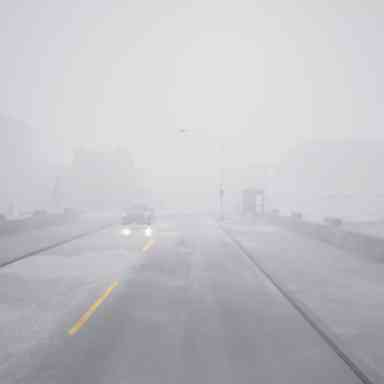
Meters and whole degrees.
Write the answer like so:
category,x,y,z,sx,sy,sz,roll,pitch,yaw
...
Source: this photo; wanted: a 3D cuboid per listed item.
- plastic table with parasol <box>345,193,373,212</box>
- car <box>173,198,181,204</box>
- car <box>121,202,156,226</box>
category,x,y,z,sx,sy,sz,roll,pitch,yaw
plastic table with parasol,22.514,1.410,44.944,2.482,2.480,2.482,0,-1,0
car,-3.995,2.493,90.051,1.812,1.442,4.674,0,-1,0
car,-4.019,1.628,25.621,2.097,1.767,4.553,0,0,0
